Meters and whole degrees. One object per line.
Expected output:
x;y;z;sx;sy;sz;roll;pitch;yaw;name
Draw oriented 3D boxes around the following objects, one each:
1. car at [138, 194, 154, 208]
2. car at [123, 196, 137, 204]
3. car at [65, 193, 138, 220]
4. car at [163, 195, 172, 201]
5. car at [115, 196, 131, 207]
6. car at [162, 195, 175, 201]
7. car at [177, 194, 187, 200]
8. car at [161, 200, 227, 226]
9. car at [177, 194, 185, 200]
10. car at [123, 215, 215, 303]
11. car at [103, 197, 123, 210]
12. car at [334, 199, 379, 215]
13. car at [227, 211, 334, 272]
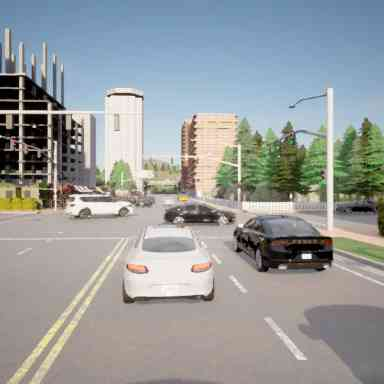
-7.187;1.491;48.852;2.128;1.511;4.902;0;0;-4;car
-11.697;1.547;63.245;2.033;1.411;5.357;0;0;-4;car
-7.889;1.222;28.416;5.566;2.045;2.150;0;1;-34;car
-6.277;1.525;85.881;2.128;1.511;4.902;0;0;-4;car
-11.000;1.477;53.105;1.882;1.535;5.008;0;0;-4;car
-3.672;1.525;51.640;1.812;1.442;4.674;0;0;-4;car
-2.117;1.470;76.939;1.882;1.535;5.008;0;0;-4;car
0.505;1.505;22.513;4.892;1.490;1.837;0;0;-3;car
-2.812;1.304;86.487;1.882;1.535;5.008;0;0;-4;car
-0.590;1.526;8.129;1.812;1.442;4.674;0;0;-5;car
-10.332;1.478;43.779;1.882;1.535;5.008;0;0;-4;car
17.050;1.491;34.008;4.902;1.511;2.128;0;0;-3;car
2.674;1.478;10.868;1.882;1.535;5.008;0;0;-5;car
